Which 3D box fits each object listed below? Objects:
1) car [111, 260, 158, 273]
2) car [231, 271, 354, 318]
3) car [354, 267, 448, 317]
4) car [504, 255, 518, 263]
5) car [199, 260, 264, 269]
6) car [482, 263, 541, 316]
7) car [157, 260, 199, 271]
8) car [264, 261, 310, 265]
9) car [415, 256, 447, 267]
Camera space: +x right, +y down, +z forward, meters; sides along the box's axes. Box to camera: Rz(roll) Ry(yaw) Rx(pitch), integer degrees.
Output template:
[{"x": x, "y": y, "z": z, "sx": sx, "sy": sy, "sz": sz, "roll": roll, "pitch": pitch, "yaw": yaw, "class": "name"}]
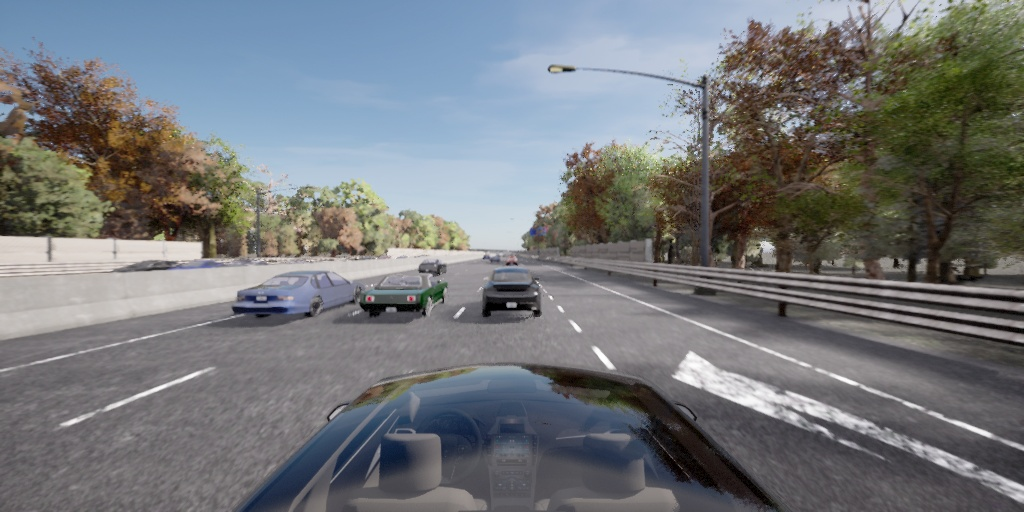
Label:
[{"x": -28.095, "y": 1.067, "z": 27.965, "sx": 1.837, "sy": 1.490, "sz": 4.892, "roll": 0, "pitch": 0, "yaw": 0, "class": "car"}, {"x": -7.009, "y": 1.212, "z": 12.540, "sx": 2.033, "sy": 1.411, "sz": 5.357, "roll": 0, "pitch": 1, "yaw": 0, "class": "car"}, {"x": -3.513, "y": 1.259, "z": 12.667, "sx": 1.895, "sy": 1.301, "sz": 4.718, "roll": 0, "pitch": 1, "yaw": 0, "class": "car"}, {"x": -0.040, "y": 0.852, "z": 58.247, "sx": 1.895, "sy": 1.301, "sz": 4.718, "roll": 0, "pitch": 1, "yaw": 0, "class": "car"}, {"x": -21.099, "y": 1.041, "z": 28.089, "sx": 2.128, "sy": 1.511, "sz": 4.902, "roll": 0, "pitch": 0, "yaw": 0, "class": "car"}, {"x": -0.011, "y": 1.158, "z": 12.839, "sx": 1.837, "sy": 1.490, "sz": 4.892, "roll": 0, "pitch": 0, "yaw": 0, "class": "car"}, {"x": -24.598, "y": 1.077, "z": 28.309, "sx": 1.812, "sy": 1.442, "sz": 4.674, "roll": 0, "pitch": 0, "yaw": 0, "class": "car"}, {"x": -17.594, "y": 1.097, "z": 29.274, "sx": 1.994, "sy": 1.385, "sz": 4.181, "roll": 0, "pitch": 0, "yaw": 0, "class": "car"}, {"x": -7.023, "y": 0.983, "z": 32.148, "sx": 2.128, "sy": 1.511, "sz": 4.902, "roll": 0, "pitch": 1, "yaw": 0, "class": "car"}]
